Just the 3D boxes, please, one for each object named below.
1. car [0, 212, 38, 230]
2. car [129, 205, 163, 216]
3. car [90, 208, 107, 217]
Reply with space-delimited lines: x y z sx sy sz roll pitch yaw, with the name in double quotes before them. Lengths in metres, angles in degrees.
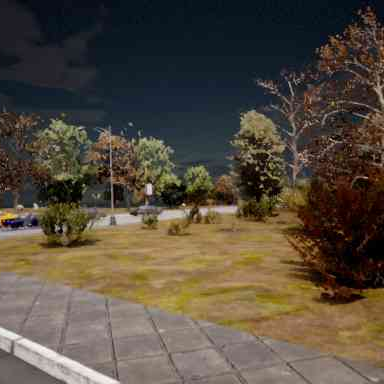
"car" -12.750 2.315 27.349 1.895 1.301 4.718 -3 -2 32
"car" -6.083 2.504 44.875 2.033 1.411 5.357 -3 -2 32
"car" -11.724 2.453 35.903 2.033 1.411 5.357 -3 -2 32
